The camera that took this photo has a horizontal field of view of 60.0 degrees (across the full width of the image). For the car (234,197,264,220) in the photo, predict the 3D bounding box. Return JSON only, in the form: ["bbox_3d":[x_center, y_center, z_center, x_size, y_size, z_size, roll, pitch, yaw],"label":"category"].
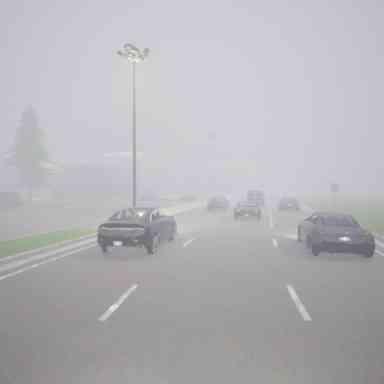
[{"bbox_3d":[4.301,1.317,25.267,1.895,1.301,4.718,0,1,13],"label":"car"}]

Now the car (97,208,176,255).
[{"bbox_3d":[-1.888,1.347,12.714,2.128,1.511,4.902,0,1,10],"label":"car"}]

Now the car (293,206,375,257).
[{"bbox_3d":[5.177,1.424,12.412,1.994,1.385,4.181,0,1,11],"label":"car"}]

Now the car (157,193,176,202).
[{"bbox_3d":[-4.027,0.906,57.038,1.812,1.442,4.674,0,1,13],"label":"car"}]

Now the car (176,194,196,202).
[{"bbox_3d":[-0.718,0.974,55.819,1.895,1.301,4.718,0,1,13],"label":"car"}]

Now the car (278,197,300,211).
[{"bbox_3d":[9.814,1.185,33.839,1.994,1.385,4.181,0,1,13],"label":"car"}]

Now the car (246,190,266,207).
[{"bbox_3d":[7.855,0.764,41.053,2.150,2.045,5.566,0,1,12],"label":"car"}]

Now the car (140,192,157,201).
[{"bbox_3d":[-7.435,0.731,57.835,2.097,1.767,4.553,0,1,13],"label":"car"}]

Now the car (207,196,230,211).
[{"bbox_3d":[2.782,1.160,34.491,2.033,1.411,5.357,0,1,13],"label":"car"}]
